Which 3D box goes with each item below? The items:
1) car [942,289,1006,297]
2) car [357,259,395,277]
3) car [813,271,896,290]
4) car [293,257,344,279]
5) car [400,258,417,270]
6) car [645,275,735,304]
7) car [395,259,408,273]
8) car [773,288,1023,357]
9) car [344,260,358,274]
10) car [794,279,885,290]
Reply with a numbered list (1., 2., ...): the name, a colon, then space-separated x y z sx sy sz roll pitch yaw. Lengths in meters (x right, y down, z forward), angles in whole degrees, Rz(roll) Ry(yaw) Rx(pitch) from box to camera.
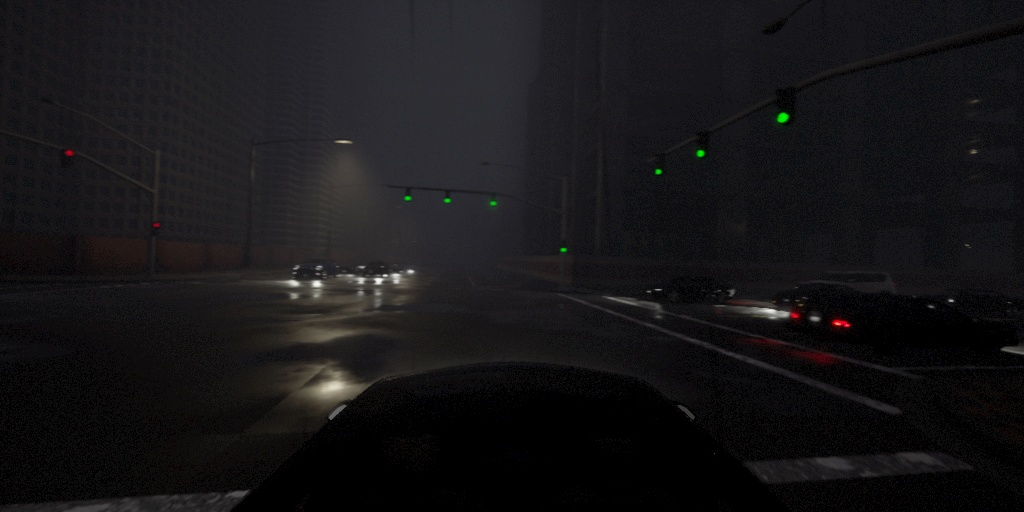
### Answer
1. car: 23.838 2.387 18.853 4.718 1.301 1.895 2 -1 -9
2. car: -12.809 1.194 34.045 1.837 1.490 4.892 2 -1 -8
3. car: 20.220 1.911 21.840 5.566 2.045 2.150 1 -1 -9
4. car: -15.550 0.882 28.700 2.097 1.767 4.553 2 -1 -8
5. car: -15.692 1.433 54.384 1.895 1.301 4.718 2 -1 -8
6. car: 10.009 1.826 20.295 4.892 1.490 1.837 2 -1 -8
7. car: -14.136 1.353 43.206 1.895 1.301 4.718 2 -1 -8
8. car: 10.230 1.753 9.577 5.357 1.411 2.033 2 -1 -9
9. car: -16.932 1.141 38.073 2.033 1.411 5.357 2 -1 -8
10. car: 15.163 2.031 17.518 4.181 1.385 1.994 2 -1 -9
